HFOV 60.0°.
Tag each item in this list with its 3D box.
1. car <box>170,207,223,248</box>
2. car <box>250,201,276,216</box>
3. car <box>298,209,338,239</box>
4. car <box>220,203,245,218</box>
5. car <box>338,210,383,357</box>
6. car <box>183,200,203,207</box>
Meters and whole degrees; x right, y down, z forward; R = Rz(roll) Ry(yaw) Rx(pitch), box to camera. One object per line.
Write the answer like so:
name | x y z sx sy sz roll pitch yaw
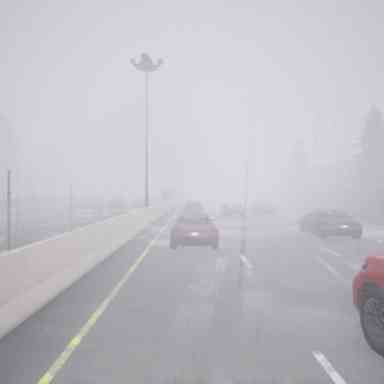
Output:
car | 0.099 1.581 14.797 1.994 1.385 4.181 0 0 0
car | 7.098 1.602 33.725 1.994 1.385 4.181 0 0 0
car | 7.099 1.584 17.482 1.994 1.385 4.181 0 0 0
car | 3.599 1.635 30.350 1.895 1.301 4.718 0 0 0
car | 3.600 1.227 2.860 2.150 2.045 5.566 0 0 0
car | 0.099 1.529 33.242 2.128 1.511 4.902 0 0 0
